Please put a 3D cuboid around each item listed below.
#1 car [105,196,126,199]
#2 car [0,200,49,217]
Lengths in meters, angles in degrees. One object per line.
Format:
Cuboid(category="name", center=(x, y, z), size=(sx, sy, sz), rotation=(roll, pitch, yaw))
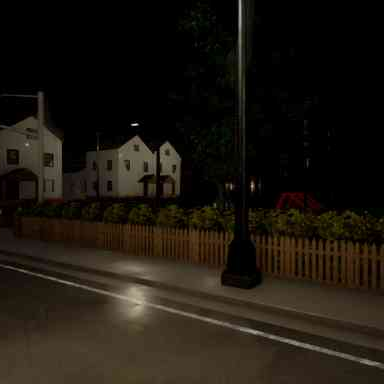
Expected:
Cuboid(category="car", center=(-9.400, 1.352, 38.817), size=(2.097, 1.767, 4.553), rotation=(0, 0, 35))
Cuboid(category="car", center=(-15.048, 1.491, 30.648), size=(2.128, 1.511, 4.902), rotation=(0, 0, 35))
